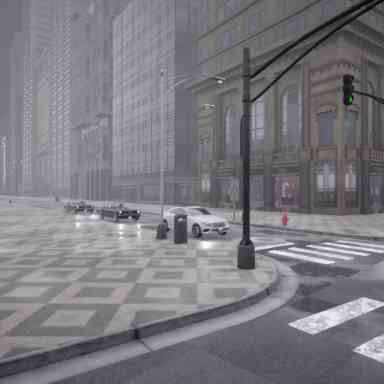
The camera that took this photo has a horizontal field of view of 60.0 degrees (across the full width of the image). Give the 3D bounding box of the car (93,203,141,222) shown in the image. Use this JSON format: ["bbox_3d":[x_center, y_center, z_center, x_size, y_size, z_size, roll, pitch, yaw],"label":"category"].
[{"bbox_3d":[-5.766,1.522,25.891,1.895,1.301,4.718,0,0,-35],"label":"car"}]

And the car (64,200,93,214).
[{"bbox_3d":[-11.646,1.497,34.182,1.895,1.301,4.718,0,0,-35],"label":"car"}]

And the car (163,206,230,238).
[{"bbox_3d":[-0.013,1.475,17.770,1.812,1.442,4.674,0,0,-37],"label":"car"}]
